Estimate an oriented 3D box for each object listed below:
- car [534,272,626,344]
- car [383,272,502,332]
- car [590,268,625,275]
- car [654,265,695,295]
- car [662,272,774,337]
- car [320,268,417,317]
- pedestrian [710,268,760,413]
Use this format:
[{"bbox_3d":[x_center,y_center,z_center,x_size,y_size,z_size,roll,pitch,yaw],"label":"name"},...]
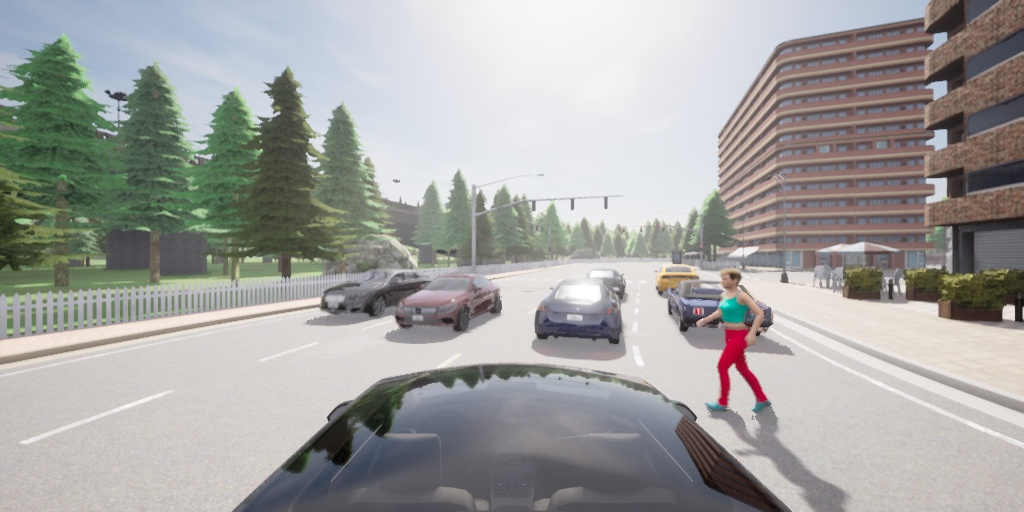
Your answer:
[{"bbox_3d":[1.918,1.303,9.698,1.994,1.385,4.181,0,0,16],"label":"car"},{"bbox_3d":[-1.679,1.263,11.062,1.812,1.442,4.674,0,0,16],"label":"car"},{"bbox_3d":[4.533,1.292,17.680,1.994,1.385,4.181,0,0,19],"label":"car"},{"bbox_3d":[8.768,1.203,19.234,1.882,1.535,5.008,0,0,19],"label":"car"},{"bbox_3d":[5.665,1.338,10.423,1.895,1.301,4.718,0,0,18],"label":"car"},{"bbox_3d":[-4.693,1.227,13.231,2.128,1.511,4.902,0,0,18],"label":"car"},{"bbox_3d":[2.815,1.040,4.545,0.375,1.860,0.375,0,0,9],"label":"pedestrian"}]
